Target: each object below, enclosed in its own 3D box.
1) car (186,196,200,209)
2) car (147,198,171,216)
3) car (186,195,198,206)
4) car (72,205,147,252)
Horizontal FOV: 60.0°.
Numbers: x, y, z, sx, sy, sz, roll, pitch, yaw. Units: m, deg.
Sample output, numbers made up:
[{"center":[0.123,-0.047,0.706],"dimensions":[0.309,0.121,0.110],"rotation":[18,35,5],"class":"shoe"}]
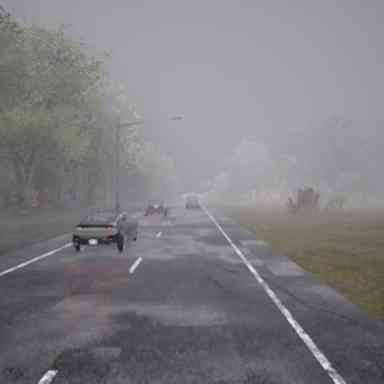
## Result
[{"center":[0.116,1.616,46.552],"dimensions":[1.994,1.385,4.181],"rotation":[0,0,0],"class":"car"},{"center":[-3.250,1.387,32.515],"dimensions":[2.097,1.767,4.553],"rotation":[0,0,1],"class":"car"},{"center":[0.018,1.418,57.761],"dimensions":[2.097,1.767,4.553],"rotation":[0,0,0],"class":"car"},{"center":[-3.398,1.506,13.865],"dimensions":[2.128,1.511,4.902],"rotation":[0,0,0],"class":"car"}]
